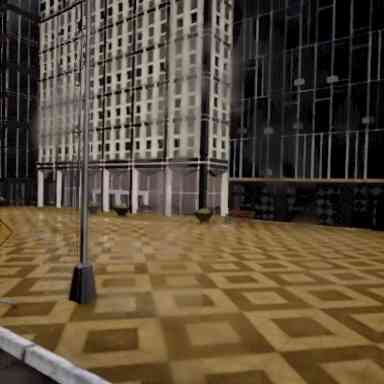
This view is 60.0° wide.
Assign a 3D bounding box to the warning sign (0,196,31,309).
[{"bbox_3d":[-3.726,1.021,5.741,1.060,1.860,1.300,2,0,35],"label":"warning sign"}]
